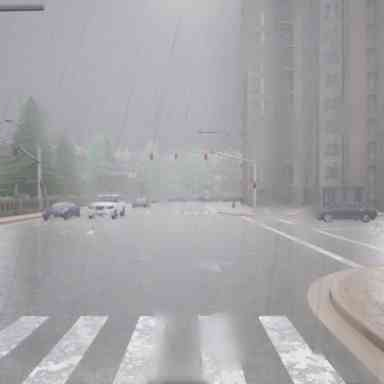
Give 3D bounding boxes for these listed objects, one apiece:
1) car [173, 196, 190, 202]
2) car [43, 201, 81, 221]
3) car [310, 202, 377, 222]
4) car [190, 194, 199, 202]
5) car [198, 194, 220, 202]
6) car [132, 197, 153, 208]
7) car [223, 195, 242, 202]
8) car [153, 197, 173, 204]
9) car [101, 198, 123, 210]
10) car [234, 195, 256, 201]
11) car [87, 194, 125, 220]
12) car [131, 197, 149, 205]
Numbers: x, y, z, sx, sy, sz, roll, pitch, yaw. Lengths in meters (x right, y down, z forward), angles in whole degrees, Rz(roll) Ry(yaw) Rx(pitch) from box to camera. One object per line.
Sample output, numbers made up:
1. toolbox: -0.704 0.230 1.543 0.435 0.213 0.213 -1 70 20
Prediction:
1. car: -3.459 1.539 75.576 2.033 1.411 5.357 0 0 34
2. car: -10.671 1.525 27.673 1.812 1.442 4.674 0 0 0
3. car: 11.799 1.560 26.099 4.892 1.490 1.837 0 0 0
4. car: 1.385 1.339 76.028 2.097 1.767 4.553 0 0 39
5. car: 4.222 1.524 73.939 1.812 1.442 4.674 0 0 43
6. car: -7.154 1.526 47.092 1.812 1.442 4.674 0 0 1
7. car: 8.879 1.553 73.575 4.181 1.385 1.994 0 0 -38
8. car: -5.864 1.547 62.138 2.033 1.411 5.357 0 0 15
9. car: -10.677 1.526 44.822 1.812 1.442 4.674 0 0 1
10. car: 12.867 1.500 80.433 4.892 1.490 1.837 0 0 -24
11. car: -7.174 1.222 28.440 2.150 2.045 5.566 0 0 0
12. car: -9.548 1.564 61.313 1.994 1.385 4.181 0 0 12
